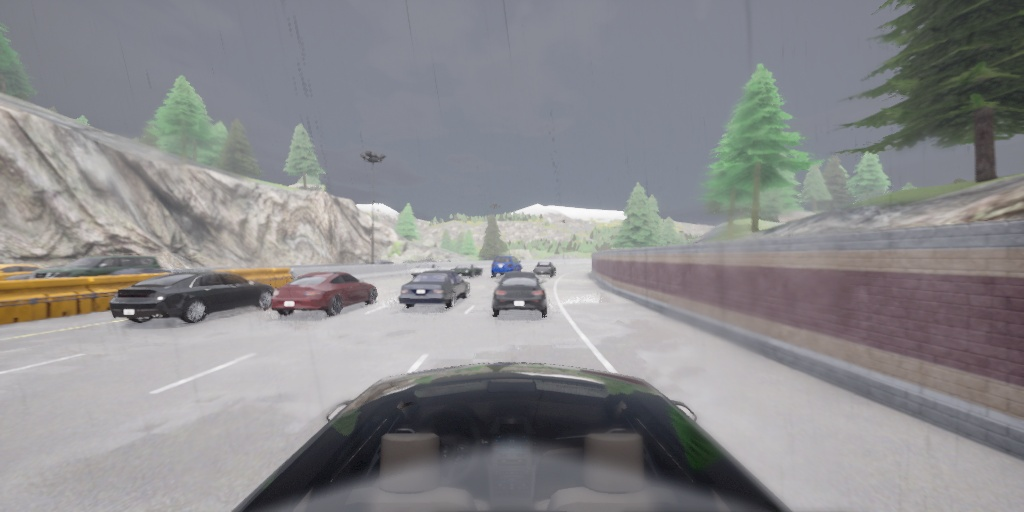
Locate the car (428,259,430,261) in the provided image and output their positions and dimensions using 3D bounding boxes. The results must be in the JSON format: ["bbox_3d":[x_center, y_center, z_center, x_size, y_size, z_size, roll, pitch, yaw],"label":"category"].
[{"bbox_3d":[-11.595,1.433,59.725,1.895,1.301,4.718,0,0,21],"label":"car"}]

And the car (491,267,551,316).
[{"bbox_3d":[0.322,1.292,13.288,1.812,1.442,4.674,0,0,3],"label":"car"}]

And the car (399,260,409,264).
[{"bbox_3d":[-18.036,1.399,62.474,1.994,1.385,4.181,0,0,21],"label":"car"}]

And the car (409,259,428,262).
[{"bbox_3d":[-14.751,1.327,61.222,2.128,1.511,4.902,0,0,21],"label":"car"}]

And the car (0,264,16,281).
[{"bbox_3d":[-27.261,1.284,22.040,1.837,1.490,4.892,0,0,6],"label":"car"}]

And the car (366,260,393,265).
[{"bbox_3d":[-22.358,1.381,60.802,2.033,1.411,5.357,0,0,19],"label":"car"}]

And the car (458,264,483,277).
[{"bbox_3d":[-4.163,1.397,34.052,1.895,1.301,4.718,0,0,11],"label":"car"}]

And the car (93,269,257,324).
[{"bbox_3d":[-10.232,1.270,12.085,1.837,1.490,4.892,0,0,2],"label":"car"}]

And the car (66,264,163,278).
[{"bbox_3d":[-20.473,1.339,19.480,1.994,1.385,4.181,0,0,5],"label":"car"}]

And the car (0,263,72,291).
[{"bbox_3d":[-30.805,1.257,21.726,1.882,1.535,5.008,0,0,6],"label":"car"}]

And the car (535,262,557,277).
[{"bbox_3d":[3.328,1.289,35.540,2.128,1.511,4.902,0,0,12],"label":"car"}]

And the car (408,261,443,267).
[{"bbox_3d":[-7.727,1.397,34.061,1.895,1.301,4.718,0,0,11],"label":"car"}]

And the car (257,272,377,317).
[{"bbox_3d":[-6.689,1.292,13.225,1.812,1.442,4.674,0,0,2],"label":"car"}]

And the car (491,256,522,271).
[{"bbox_3d":[-0.464,1.018,34.700,2.150,2.045,5.566,0,0,12],"label":"car"}]

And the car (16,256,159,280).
[{"bbox_3d":[-23.875,0.999,20.973,2.150,2.045,5.566,0,0,5],"label":"car"}]

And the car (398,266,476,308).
[{"bbox_3d":[-3.097,1.317,15.252,2.033,1.411,5.357,0,0,3],"label":"car"}]
